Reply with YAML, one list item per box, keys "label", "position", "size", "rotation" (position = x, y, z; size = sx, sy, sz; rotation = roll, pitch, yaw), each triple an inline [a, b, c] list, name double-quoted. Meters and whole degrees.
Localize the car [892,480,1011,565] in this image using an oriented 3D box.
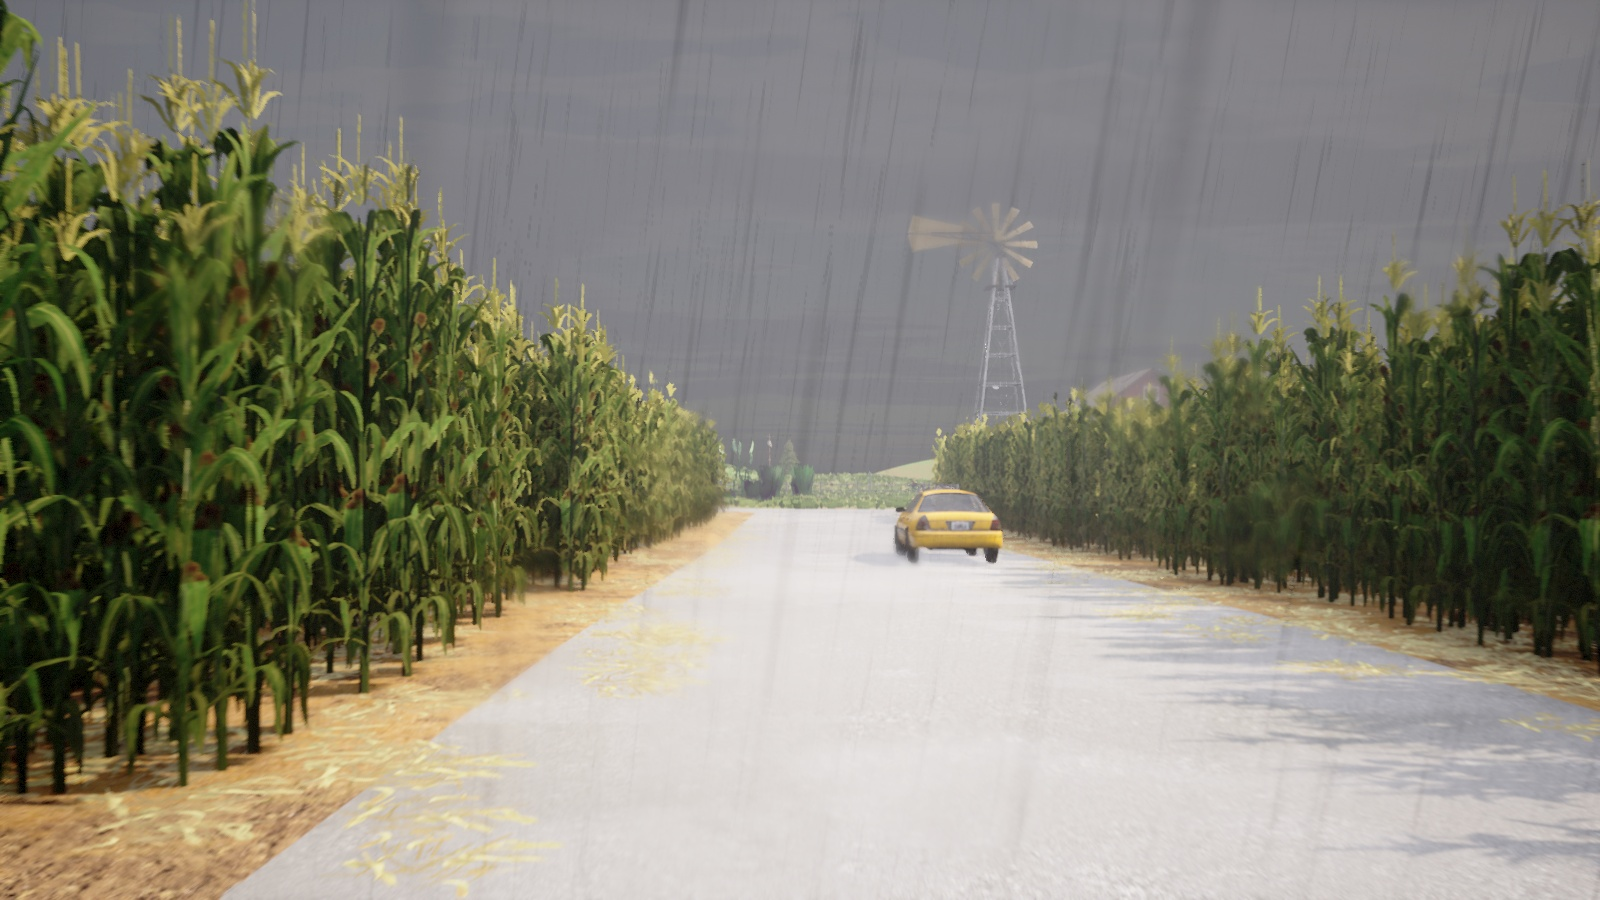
- label: "car"
  position: [3.037, 1.442, 26.194]
  size: [1.801, 1.575, 5.366]
  rotation: [0, -2, 0]
